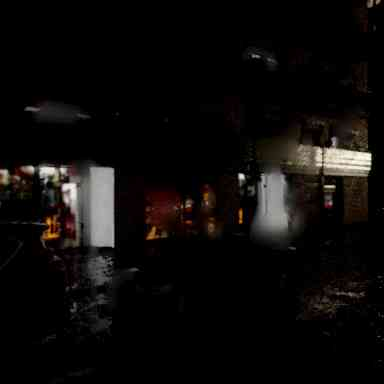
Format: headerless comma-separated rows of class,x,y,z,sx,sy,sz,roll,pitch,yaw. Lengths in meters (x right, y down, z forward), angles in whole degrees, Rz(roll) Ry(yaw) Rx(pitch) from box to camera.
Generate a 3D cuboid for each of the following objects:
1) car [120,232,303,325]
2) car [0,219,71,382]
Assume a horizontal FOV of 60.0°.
car,0.603,1.550,6.995,4.206,1.307,1.802,-1,1,-36
car,-3.983,1.324,3.714,5.009,1.841,2.192,-1,1,-36
